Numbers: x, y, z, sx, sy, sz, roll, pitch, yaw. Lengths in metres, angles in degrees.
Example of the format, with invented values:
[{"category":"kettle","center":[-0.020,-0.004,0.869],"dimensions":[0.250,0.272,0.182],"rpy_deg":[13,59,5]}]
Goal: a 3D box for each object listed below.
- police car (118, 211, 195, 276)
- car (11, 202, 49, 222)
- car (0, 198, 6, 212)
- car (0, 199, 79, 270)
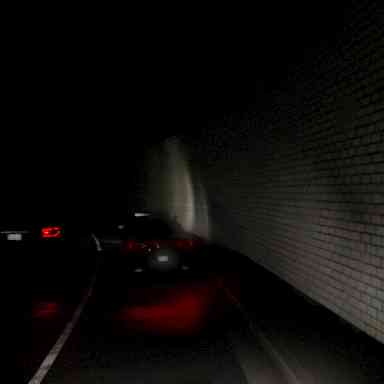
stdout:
[{"category":"police car","center":[-1.296,1.424,10.653],"dimensions":[1.930,1.638,5.238],"rpy_deg":[0,0,-13]},{"category":"car","center":[-13.189,1.563,26.979],"dimensions":[1.994,1.385,4.181],"rpy_deg":[0,0,-37]},{"category":"car","center":[-23.758,1.490,39.208],"dimensions":[2.128,1.511,4.902],"rpy_deg":[0,0,-42]},{"category":"car","center":[-5.058,1.220,10.883],"dimensions":[2.150,2.045,5.566],"rpy_deg":[0,0,-14]}]
